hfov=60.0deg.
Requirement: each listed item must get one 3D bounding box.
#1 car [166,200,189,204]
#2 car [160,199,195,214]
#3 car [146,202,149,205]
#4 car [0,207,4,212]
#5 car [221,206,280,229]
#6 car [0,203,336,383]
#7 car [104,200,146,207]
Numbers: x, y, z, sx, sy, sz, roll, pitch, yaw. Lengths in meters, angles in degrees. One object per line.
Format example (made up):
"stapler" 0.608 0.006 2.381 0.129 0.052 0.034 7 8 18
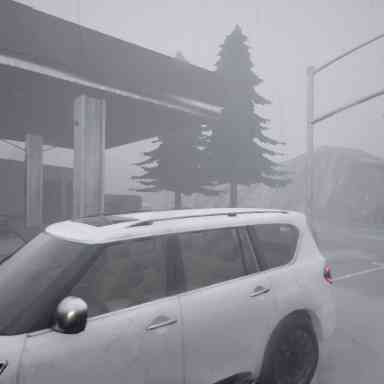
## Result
"car" -0.648 1.720 31.911 1.812 1.442 4.674 1 0 -35
"car" -1.822 1.691 39.982 1.837 1.490 4.892 1 0 -35
"car" -6.511 1.652 40.240 1.812 1.442 4.674 1 0 -35
"car" -11.583 1.521 18.528 2.242 1.667 4.611 1 0 -36
"car" 4.267 1.816 24.911 1.994 1.385 4.181 1 0 -35
"car" -0.761 1.257 3.515 5.566 2.045 2.150 -1 0 -36
"car" -4.453 1.446 18.318 1.905 1.878 3.866 1 0 -36
